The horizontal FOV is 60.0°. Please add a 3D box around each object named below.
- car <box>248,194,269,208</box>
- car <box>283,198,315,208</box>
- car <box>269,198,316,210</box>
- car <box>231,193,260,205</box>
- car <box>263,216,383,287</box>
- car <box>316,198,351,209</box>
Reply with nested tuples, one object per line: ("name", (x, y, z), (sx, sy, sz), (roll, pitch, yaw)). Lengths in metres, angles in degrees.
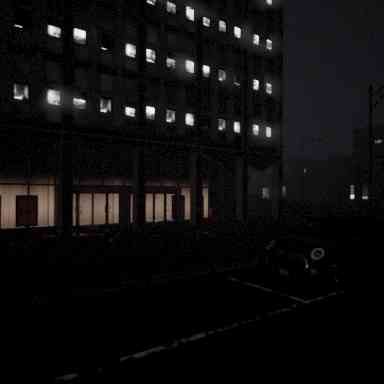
("car", (8.593, 1.189, 43.753), (2.192, 1.841, 5.009), (1, 0, -35))
("car", (15.483, 1.507, 48.518), (1.802, 1.307, 4.206), (1, 0, -35))
("car", (11.740, 1.448, 39.198), (2.008, 1.369, 4.403), (1, 0, -35))
("car", (9.185, 1.195, 57.626), (2.192, 1.841, 5.009), (1, 0, -35))
("car", (3.869, 1.446, 9.323), (4.097, 1.590, 1.967), (0, 0, -36))
("car", (18.537, 1.473, 44.104), (1.752, 1.417, 4.829), (1, 0, -35))
